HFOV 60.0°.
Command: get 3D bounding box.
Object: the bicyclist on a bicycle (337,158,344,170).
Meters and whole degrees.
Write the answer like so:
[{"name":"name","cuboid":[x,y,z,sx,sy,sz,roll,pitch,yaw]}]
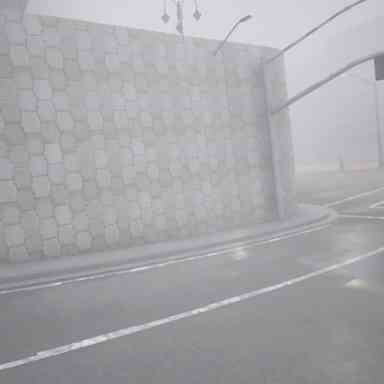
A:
[{"name":"bicyclist on a bicycle","cuboid":[20.062,-3.814,44.851,1.656,1.620,0.582,-11,6,-35]}]
